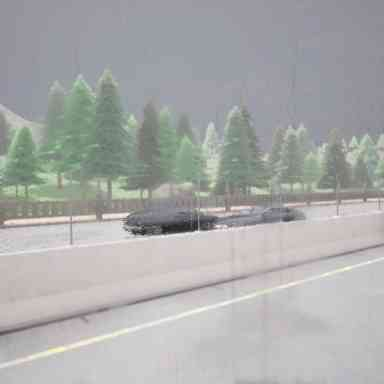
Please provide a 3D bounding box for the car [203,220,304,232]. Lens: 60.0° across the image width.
[{"bbox_3d":[3.081,1.303,14.853,4.902,1.511,2.128,-1,1,-36],"label":"car"}]
